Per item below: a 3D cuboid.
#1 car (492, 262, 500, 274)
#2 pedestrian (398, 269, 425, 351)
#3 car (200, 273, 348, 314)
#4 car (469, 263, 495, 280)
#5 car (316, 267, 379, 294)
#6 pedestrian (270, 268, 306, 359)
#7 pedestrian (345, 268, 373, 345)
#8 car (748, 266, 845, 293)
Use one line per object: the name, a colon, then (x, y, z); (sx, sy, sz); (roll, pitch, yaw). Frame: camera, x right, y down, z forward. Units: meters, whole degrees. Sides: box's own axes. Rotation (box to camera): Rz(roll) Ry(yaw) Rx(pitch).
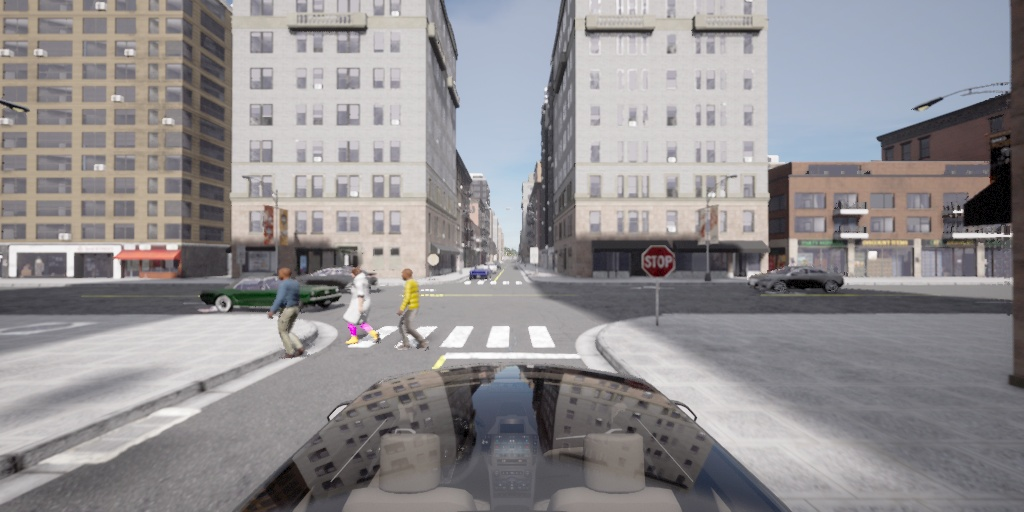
car: (-2.974, 1.640, 47.892); (1.812, 1.442, 4.674); (0, -1, 0)
pedestrian: (-2.151, 1.089, 7.689); (0.375, 1.860, 0.375); (0, 0, 0)
car: (-9.237, 1.461, 13.976); (4.718, 1.301, 1.895); (0, 0, 7)
car: (-3.039, 1.613, 35.355); (1.895, 1.301, 4.718); (0, 0, 2)
car: (-10.414, 1.399, 21.079); (4.902, 1.511, 2.128); (0, 0, 0)
pedestrian: (-4.425, 1.084, 7.091); (0.375, 1.860, 0.375); (0, 0, 0)
pedestrian: (-3.524, 1.093, 8.291); (0.375, 1.860, 0.375); (0, 0, 0)
car: (16.587, 1.362, 21.068); (4.902, 1.511, 2.128); (0, 0, 0)
